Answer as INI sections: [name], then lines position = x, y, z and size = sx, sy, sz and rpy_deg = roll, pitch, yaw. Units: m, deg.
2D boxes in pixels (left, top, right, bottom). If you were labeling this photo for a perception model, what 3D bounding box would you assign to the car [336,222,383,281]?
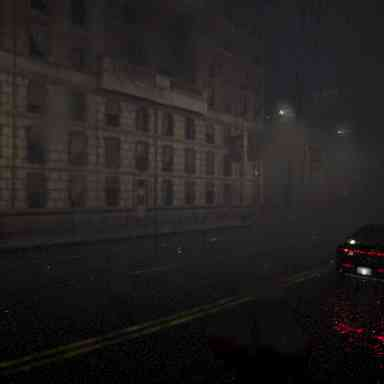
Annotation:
[car]
position = 5.796, 1.610, 9.463
size = 4.892, 1.490, 1.837
rpy_deg = 0, 0, -43
